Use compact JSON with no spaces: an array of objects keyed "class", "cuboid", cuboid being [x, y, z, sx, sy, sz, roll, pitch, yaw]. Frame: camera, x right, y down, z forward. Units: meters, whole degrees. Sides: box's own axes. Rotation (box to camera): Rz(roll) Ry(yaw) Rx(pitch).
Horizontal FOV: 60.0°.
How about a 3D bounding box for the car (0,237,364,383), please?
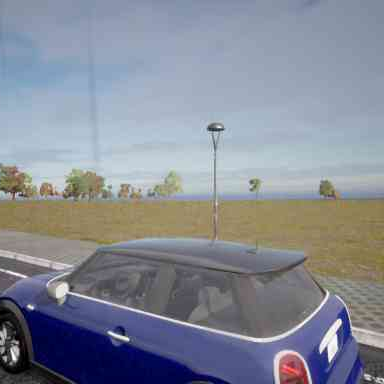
[{"class":"car","cuboid":[-0.516,1.353,4.096,4.553,1.767,2.097,0,0,36]}]
